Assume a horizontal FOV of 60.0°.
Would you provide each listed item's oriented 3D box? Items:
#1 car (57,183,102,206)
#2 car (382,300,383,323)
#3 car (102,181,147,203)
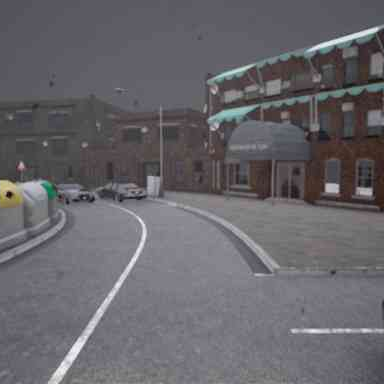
[{"bbox_3d":[-8.508,0.075,23.381,4.181,1.385,1.994,5,7,45],"label":"car"},{"bbox_3d":[4.619,1.352,3.374,4.892,1.521,2.231,0,3,0],"label":"car"},{"bbox_3d":[-5.443,-0.086,24.967,2.033,1.411,5.357,-4,7,-40],"label":"car"}]
